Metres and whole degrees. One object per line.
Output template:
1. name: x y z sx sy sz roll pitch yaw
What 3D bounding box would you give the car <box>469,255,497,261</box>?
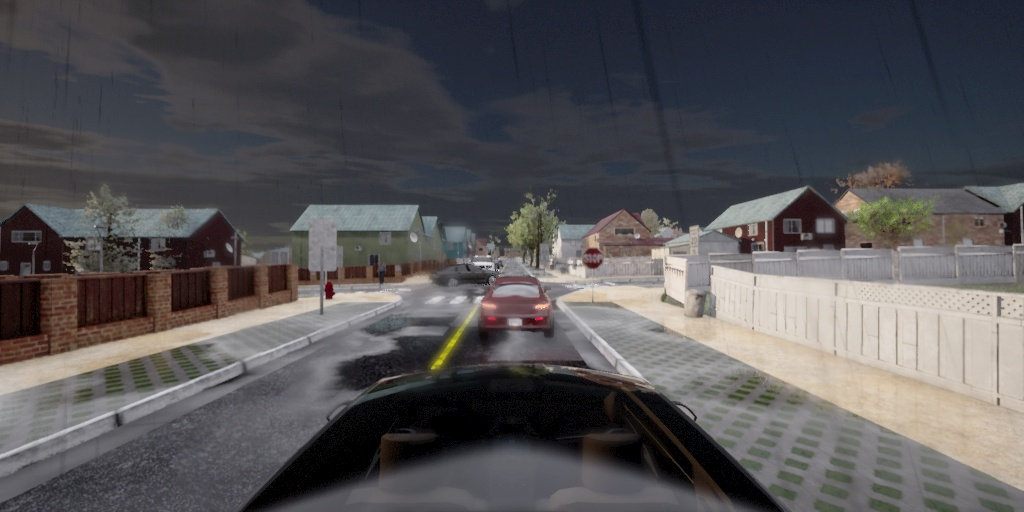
1. car: -2.819 0.962 34.330 2.150 2.045 5.566 0 0 0

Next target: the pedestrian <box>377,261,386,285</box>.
1. pedestrian: -9.680 1.203 26.514 0.375 1.860 0.375 0 0 0

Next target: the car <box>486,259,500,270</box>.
1. car: -2.817 1.207 54.702 1.882 1.535 5.008 0 0 0

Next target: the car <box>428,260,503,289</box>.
1. car: -3.044 1.270 23.567 4.892 1.490 1.837 -1 1 -36

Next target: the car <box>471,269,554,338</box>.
1. car: 0.138 1.275 10.089 1.812 1.442 4.674 0 0 2
